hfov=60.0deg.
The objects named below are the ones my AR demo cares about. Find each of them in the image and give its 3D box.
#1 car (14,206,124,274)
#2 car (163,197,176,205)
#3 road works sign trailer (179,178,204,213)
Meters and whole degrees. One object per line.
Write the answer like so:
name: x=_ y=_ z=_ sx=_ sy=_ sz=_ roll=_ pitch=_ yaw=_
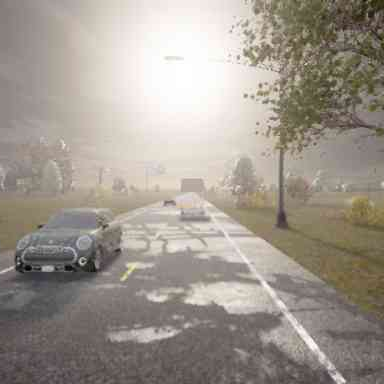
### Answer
car: x=-3.597 y=1.316 z=10.540 sx=2.097 sy=1.767 sz=4.553 roll=0 pitch=0 yaw=0
car: x=-3.544 y=1.445 z=53.352 sx=1.895 sy=1.301 sz=4.718 roll=0 pitch=0 yaw=1
road works sign trailer: x=0.008 y=0.355 z=35.288 sx=2.380 sy=3.560 sz=2.880 roll=0 pitch=0 yaw=0
